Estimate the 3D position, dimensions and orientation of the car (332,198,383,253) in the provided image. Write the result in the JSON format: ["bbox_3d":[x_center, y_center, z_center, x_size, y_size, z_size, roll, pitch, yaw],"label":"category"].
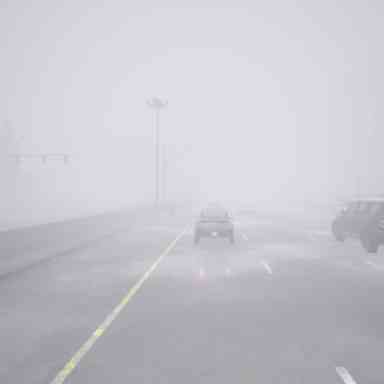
[{"bbox_3d":[7.968,1.359,14.405,2.150,2.045,5.566,0,-1,4],"label":"car"}]

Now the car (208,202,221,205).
[{"bbox_3d":[2.406,1.809,36.036,2.033,1.411,5.357,0,0,4],"label":"car"}]

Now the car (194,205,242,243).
[{"bbox_3d":[1.118,1.615,16.713,2.128,1.511,4.902,0,0,4],"label":"car"}]

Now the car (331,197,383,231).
[{"bbox_3d":[12.114,1.446,23.920,2.150,2.045,5.566,0,0,3],"label":"car"}]

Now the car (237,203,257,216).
[{"bbox_3d":[5.947,1.884,36.542,1.895,1.301,4.718,0,0,4],"label":"car"}]
